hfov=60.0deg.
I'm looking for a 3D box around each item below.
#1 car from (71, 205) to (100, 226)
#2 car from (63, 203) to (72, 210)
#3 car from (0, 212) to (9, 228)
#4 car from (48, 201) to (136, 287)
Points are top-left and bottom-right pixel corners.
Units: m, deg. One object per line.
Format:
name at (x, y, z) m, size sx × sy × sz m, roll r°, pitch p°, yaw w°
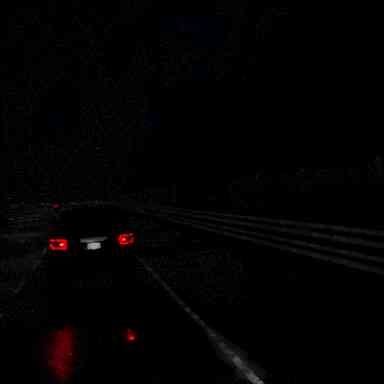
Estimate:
car at (-9.303, 1.965, 29.036) m, size 2.128 × 1.511 × 4.902 m, roll -2°, pitch 0°, yaw -18°
car at (-30.102, 3.539, 80.586) m, size 1.882 × 1.535 × 5.008 m, roll -2°, pitch -1°, yaw -18°
car at (-15.505, 2.201, 25.507) m, size 1.882 × 1.535 × 5.008 m, roll -2°, pitch 0°, yaw -18°
car at (-3.140, 1.398, 10.350) m, size 2.150 × 2.045 × 5.566 m, roll -2°, pitch 0°, yaw -18°
